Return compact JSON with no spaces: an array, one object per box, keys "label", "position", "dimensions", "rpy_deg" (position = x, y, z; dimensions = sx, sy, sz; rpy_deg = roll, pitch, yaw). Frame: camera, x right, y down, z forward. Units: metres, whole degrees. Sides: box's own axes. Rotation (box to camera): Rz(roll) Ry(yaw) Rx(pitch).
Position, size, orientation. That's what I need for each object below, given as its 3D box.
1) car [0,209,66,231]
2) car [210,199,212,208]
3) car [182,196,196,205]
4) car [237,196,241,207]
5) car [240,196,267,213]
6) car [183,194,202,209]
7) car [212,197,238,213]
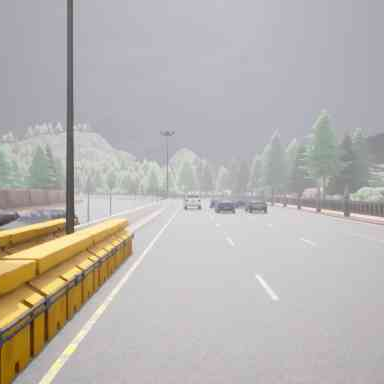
[{"label":"car","position":[-7.048,1.547,15.781],"dimensions":[2.033,1.411,5.357],"rpy_deg":[0,0,0]},{"label":"car","position":[3.530,1.478,47.477],"dimensions":[1.882,1.535,5.008],"rpy_deg":[0,0,0]},{"label":"car","position":[-0.521,1.491,58.734],"dimensions":[2.128,1.511,4.902],"rpy_deg":[0,0,-5]},{"label":"car","position":[7.021,1.352,46.943],"dimensions":[2.097,1.767,4.553],"rpy_deg":[0,0,0]},{"label":"car","position":[7.078,1.492,37.043],"dimensions":[2.128,1.511,4.902],"rpy_deg":[0,0,0]},{"label":"car","position":[0.103,1.221,44.315],"dimensions":[2.150,2.045,5.566],"rpy_deg":[0,0,0]},{"label":"car","position":[3.610,1.478,37.004],"dimensions":[1.882,1.535,5.008],"rpy_deg":[0,0,0]}]
